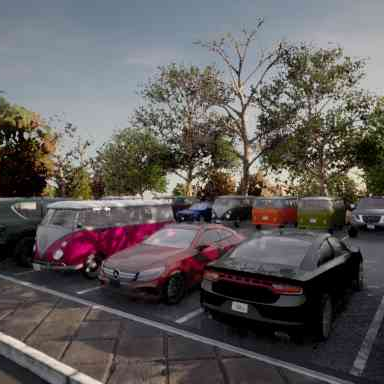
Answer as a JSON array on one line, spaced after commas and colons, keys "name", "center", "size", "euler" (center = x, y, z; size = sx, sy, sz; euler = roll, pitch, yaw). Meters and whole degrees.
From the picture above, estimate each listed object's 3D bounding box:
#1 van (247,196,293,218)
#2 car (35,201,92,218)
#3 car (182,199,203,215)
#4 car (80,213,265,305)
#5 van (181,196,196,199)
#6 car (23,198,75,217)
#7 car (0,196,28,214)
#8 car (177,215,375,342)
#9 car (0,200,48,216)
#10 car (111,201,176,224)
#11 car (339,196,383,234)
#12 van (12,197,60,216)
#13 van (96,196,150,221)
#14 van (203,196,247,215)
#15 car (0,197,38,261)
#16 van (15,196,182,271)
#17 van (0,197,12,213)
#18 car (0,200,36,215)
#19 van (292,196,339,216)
[{"name": "van", "center": [5.404, 1.233, 20.595], "size": [1.878, 1.987, 4.442], "euler": [0, 0, 36]}, {"name": "car", "center": [-12.769, 1.683, 33.462], "size": [2.097, 1.535, 5.008], "euler": [-1, -1, 36]}, {"name": "car", "center": [0.850, 1.468, 23.720], "size": [2.097, 1.535, 5.008], "euler": [-1, -1, 36]}, {"name": "car", "center": [-0.140, 1.509, 8.337], "size": [2.002, 1.452, 4.674], "euler": [0, 0, 36]}, {"name": "van", "center": [-1.475, 1.278, 25.236], "size": [1.878, 1.987, 4.442], "euler": [-1, -1, 36]}, {"name": "car", "center": [-14.936, 1.591, 34.982], "size": [2.185, 1.767, 4.553], "euler": [-1, -1, 36]}, {"name": "car", "center": [-23.907, 1.616, 41.481], "size": [2.435, 2.045, 5.566], "euler": [-1, -1, 36]}, {"name": "car", "center": [2.113, 1.478, 6.714], "size": [2.097, 1.535, 5.008], "euler": [0, 0, 36]}, {"name": "car", "center": [-19.424, 1.789, 38.227], "size": [2.231, 1.521, 4.892], "euler": [-1, -1, 36]}, {"name": "car", "center": [-3.762, 1.536, 26.791], "size": [1.946, 1.575, 5.366], "euler": [-1, -1, 36]}, {"name": "car", "center": [9.723, 1.225, 17.324], "size": [2.435, 2.045, 5.566], "euler": [0, 0, 36]}, {"name": "van", "center": [-17.102, 1.527, 36.716], "size": [1.878, 1.987, 4.442], "euler": [-1, -1, 36]}, {"name": "van", "center": [-5.842, 1.349, 28.651], "size": [1.878, 1.987, 4.442], "euler": [-1, -1, 36]}, {"name": "van", "center": [2.908, 1.224, 22.096], "size": [1.878, 1.987, 4.442], "euler": [0, 0, 36]}, {"name": "car", "center": [-4.638, 1.199, 11.591], "size": [2.435, 2.045, 5.566], "euler": [0, 0, 36]}, {"name": "van", "center": [-2.465, 1.234, 9.856], "size": [1.878, 1.987, 4.442], "euler": [0, 0, 36]}, {"name": "van", "center": [-26.205, 1.695, 43.237], "size": [1.878, 1.987, 4.442], "euler": [-1, -1, 36]}, {"name": "car", "center": [-21.777, 1.823, 39.693], "size": [1.946, 1.575, 5.366], "euler": [-1, -1, 36]}, {"name": "van", "center": [7.555, 1.241, 19.056], "size": [1.878, 1.987, 4.442], "euler": [0, 0, 36]}]
